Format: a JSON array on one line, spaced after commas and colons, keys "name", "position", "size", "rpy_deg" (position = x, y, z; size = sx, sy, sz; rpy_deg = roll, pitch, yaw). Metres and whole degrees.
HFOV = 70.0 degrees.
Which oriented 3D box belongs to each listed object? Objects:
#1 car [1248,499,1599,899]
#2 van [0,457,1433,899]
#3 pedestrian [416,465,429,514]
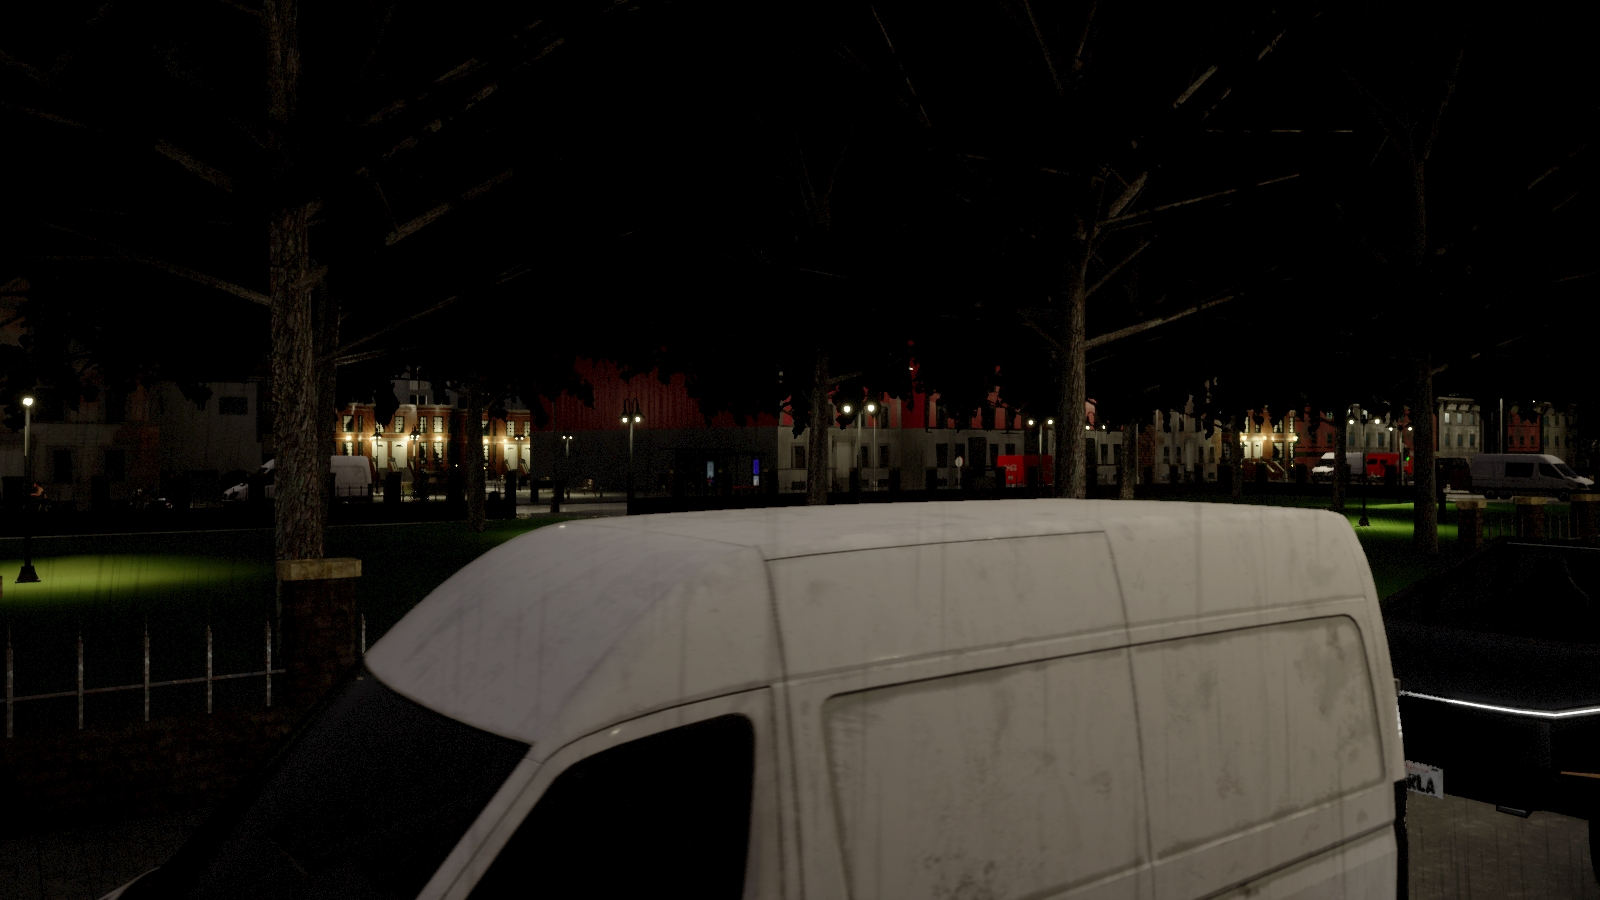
[{"name": "car", "position": [6.572, 1.529, 8.999], "size": [6.274, 2.098, 2.390], "rpy_deg": [0, 0, -32]}, {"name": "van", "position": [-0.106, 1.314, 4.334], "size": [5.915, 2.561, 1.988], "rpy_deg": [0, 0, -35]}, {"name": "pedestrian", "position": [-14.439, 1.519, 43.729], "size": [0.375, 1.860, 0.375], "rpy_deg": [0, 0, -36]}]
